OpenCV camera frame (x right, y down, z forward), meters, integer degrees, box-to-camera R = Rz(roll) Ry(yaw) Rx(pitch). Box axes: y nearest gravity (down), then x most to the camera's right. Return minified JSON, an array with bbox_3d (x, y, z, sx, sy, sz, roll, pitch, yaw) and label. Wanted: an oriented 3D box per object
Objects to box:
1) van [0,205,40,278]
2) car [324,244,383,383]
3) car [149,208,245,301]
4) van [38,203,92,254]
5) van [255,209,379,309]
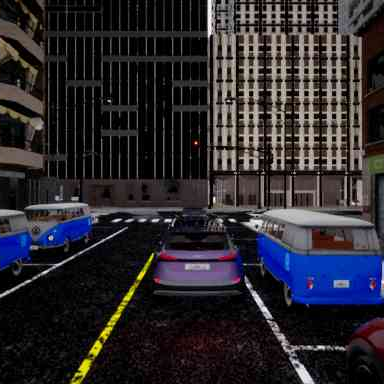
[{"bbox_3d":[-5.308,1.346,7.571,1.690,1.788,3.998,0,0,0],"label":"van"},{"bbox_3d":[2.570,1.441,1.884,1.967,1.590,4.097,0,0,0],"label":"car"},{"bbox_3d":[0.103,1.435,8.331,2.033,1.649,4.856,0,0,0],"label":"car"},{"bbox_3d":[-5.305,1.350,13.261,1.690,1.788,3.998,0,0,0],"label":"van"},{"bbox_3d":[2.573,1.346,7.574,1.690,1.788,3.998,0,0,0],"label":"van"}]
